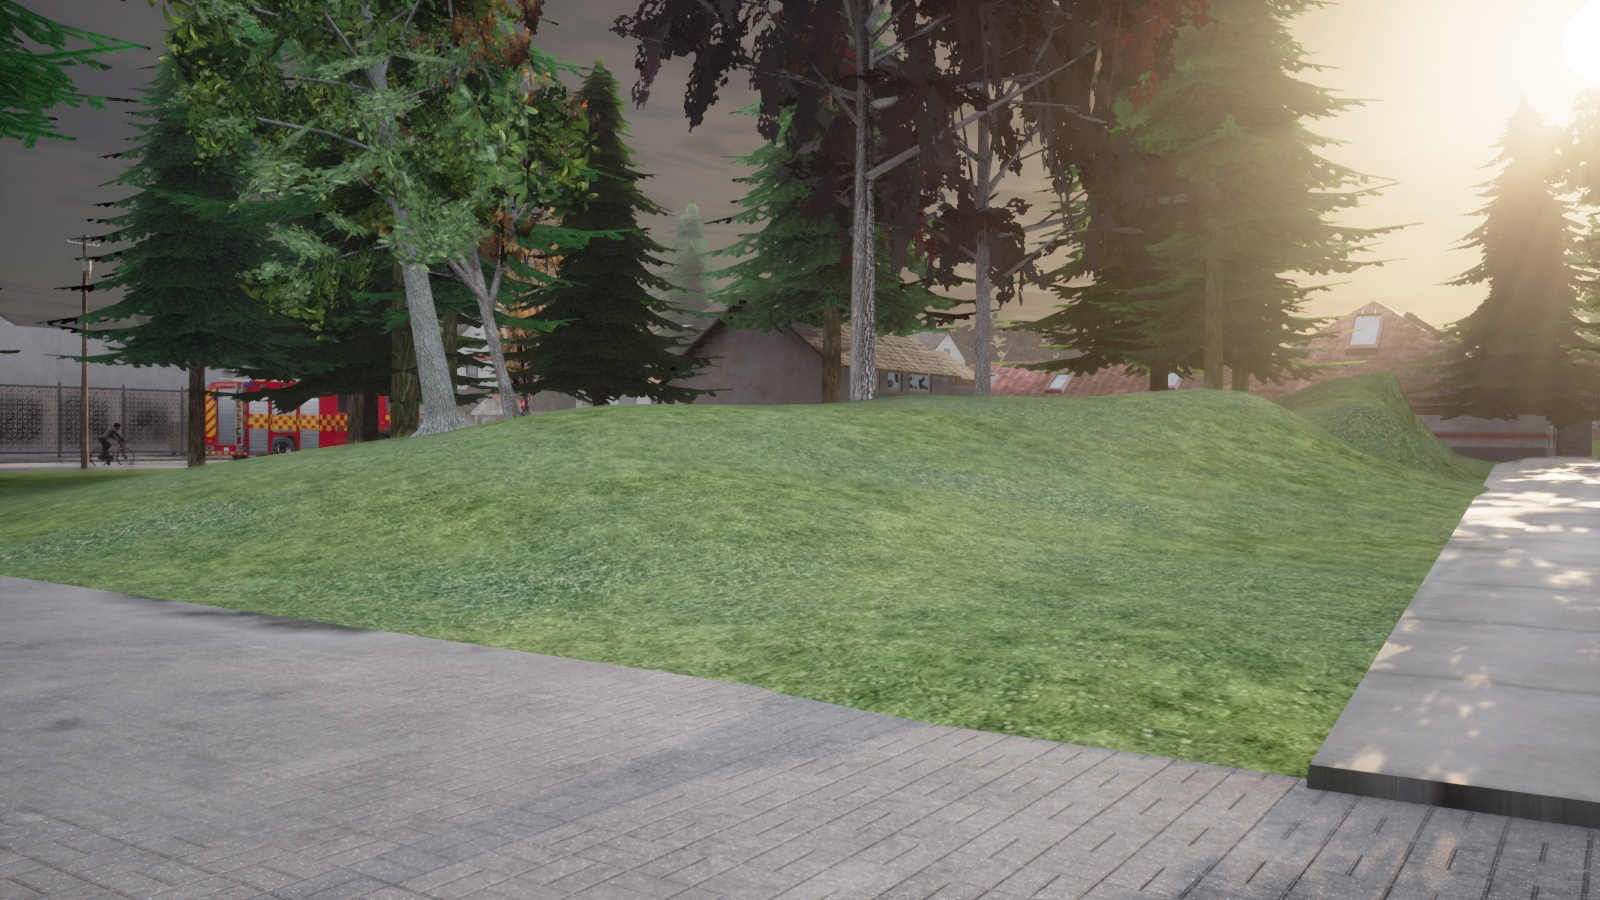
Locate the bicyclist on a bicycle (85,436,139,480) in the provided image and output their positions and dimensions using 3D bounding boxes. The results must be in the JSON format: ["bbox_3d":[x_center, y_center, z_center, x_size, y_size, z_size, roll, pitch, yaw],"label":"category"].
[{"bbox_3d":[-25.486,0.279,46.556,0.582,1.620,1.656,0,1,34],"label":"bicyclist on a bicycle"}]

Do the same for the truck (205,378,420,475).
[{"bbox_3d":[-20.648,-0.981,53.810,2.891,3.827,8.468,0,1,32],"label":"truck"}]
